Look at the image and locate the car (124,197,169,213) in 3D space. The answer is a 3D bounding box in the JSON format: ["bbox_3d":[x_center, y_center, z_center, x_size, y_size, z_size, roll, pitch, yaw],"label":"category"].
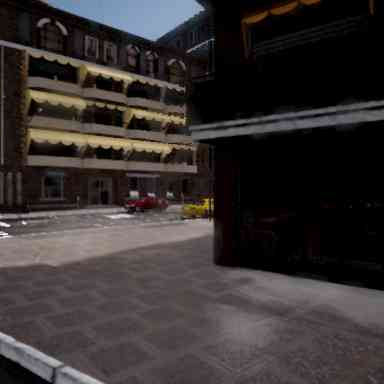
[{"bbox_3d":[-4.042,1.075,29.951,4.206,1.307,1.802,-1,2,-39],"label":"car"}]

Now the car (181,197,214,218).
[{"bbox_3d":[1.446,1.047,23.613,4.829,1.417,1.752,-1,2,-39],"label":"car"}]
